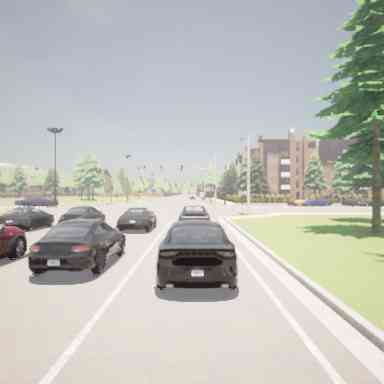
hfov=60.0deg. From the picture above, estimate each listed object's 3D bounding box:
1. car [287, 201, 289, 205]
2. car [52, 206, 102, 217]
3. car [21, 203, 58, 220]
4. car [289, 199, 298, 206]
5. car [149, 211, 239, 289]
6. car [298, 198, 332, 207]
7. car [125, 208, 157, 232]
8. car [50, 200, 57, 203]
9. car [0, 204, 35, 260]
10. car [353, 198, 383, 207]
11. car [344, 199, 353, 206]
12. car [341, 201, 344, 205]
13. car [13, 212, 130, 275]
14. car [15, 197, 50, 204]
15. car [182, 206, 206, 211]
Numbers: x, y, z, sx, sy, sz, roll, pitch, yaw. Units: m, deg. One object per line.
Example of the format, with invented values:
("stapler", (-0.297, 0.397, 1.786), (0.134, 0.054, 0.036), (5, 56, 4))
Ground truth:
("car", (20.028, 1.810, 60.286), (5.357, 1.411, 2.033), (0, 0, 0))
("car", (-6.865, 1.617, 21.159), (1.812, 1.442, 4.674), (0, 0, 0))
("car", (-10.365, 1.656, 20.990), (1.994, 1.385, 4.181), (0, 0, 0))
("car", (19.795, 1.725, 56.791), (5.008, 1.535, 1.882), (0, 0, 0))
("car", (0.116, 1.519, 9.323), (1.882, 1.535, 5.008), (0, 0, 0))
("car", (19.961, 1.758, 53.286), (4.674, 1.442, 1.812), (0, 0, 0))
("car", (-3.364, 1.655, 20.843), (1.994, 1.385, 4.181), (0, 0, 0))
("car", (-25.924, 1.794, 57.028), (5.357, 1.411, 2.033), (0, 0, 0))
("car", (-6.884, 1.395, 9.905), (2.097, 1.767, 4.553), (0, 0, 0))
("car", (29.227, 1.724, 53.347), (4.902, 1.511, 2.128), (0, 0, 0))
("car", (29.134, 1.849, 56.833), (4.718, 1.301, 1.895), (0, 0, 0))
("car", (29.612, 1.864, 60.305), (4.718, 1.301, 1.895), (0, 0, 0))
("car", (-3.383, 1.571, 10.453), (1.812, 1.442, 4.674), (0, 0, 0))
("car", (-26.020, 1.583, 53.528), (4.553, 1.767, 2.097), (0, 0, 0))
("car", (0.135, 1.582, 20.566), (2.128, 1.511, 4.902), (0, 0, 0))
